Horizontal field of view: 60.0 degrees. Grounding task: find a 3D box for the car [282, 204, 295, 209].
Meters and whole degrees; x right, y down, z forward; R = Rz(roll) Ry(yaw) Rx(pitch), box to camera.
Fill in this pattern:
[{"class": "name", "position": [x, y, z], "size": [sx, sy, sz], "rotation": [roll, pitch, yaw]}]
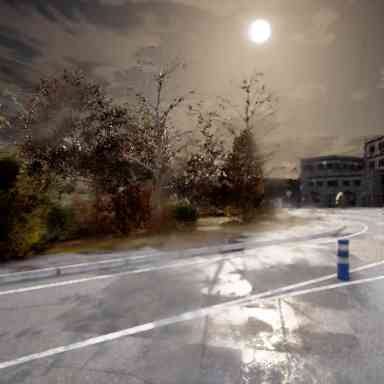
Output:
[{"class": "car", "position": [22.175, 3.483, 78.413], "size": [2.002, 1.452, 4.674], "rotation": [3, -5, -27]}]
